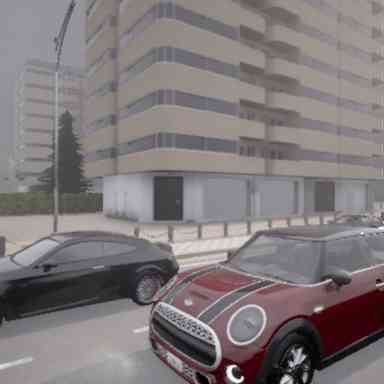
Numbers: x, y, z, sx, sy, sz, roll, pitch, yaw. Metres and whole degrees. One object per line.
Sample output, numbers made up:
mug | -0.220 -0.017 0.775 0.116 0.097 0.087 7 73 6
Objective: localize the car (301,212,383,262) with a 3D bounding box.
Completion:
car | 6.361 1.590 12.832 4.181 1.385 1.994 0 0 -36

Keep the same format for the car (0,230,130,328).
car | -2.417 1.530 6.560 4.674 1.442 1.812 0 0 -36

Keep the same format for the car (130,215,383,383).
car | 1.624 1.360 5.152 4.553 1.767 2.097 0 0 -36
